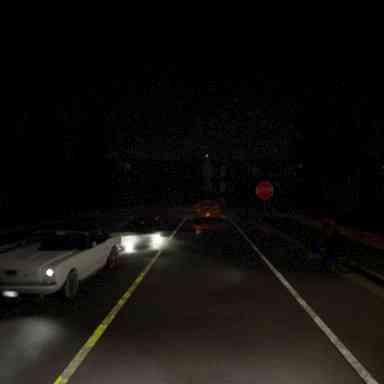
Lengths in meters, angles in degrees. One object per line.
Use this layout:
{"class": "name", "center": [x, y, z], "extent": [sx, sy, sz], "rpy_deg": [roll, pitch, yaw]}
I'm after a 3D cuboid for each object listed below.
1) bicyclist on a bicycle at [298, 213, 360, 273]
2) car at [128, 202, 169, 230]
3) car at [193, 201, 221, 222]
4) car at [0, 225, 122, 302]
{"class": "bicyclist on a bicycle", "center": [3.674, 1.381, 8.932], "extent": [1.656, 1.620, 0.582], "rpy_deg": [0, 0, 3]}
{"class": "car", "center": [-2.617, 1.430, 20.918], "extent": [1.882, 1.535, 5.008], "rpy_deg": [0, 0, 3]}
{"class": "car", "center": [1.143, 1.421, 25.518], "extent": [1.882, 1.535, 5.008], "rpy_deg": [0, 0, 1]}
{"class": "car", "center": [-3.271, 1.581, 8.382], "extent": [1.895, 1.301, 4.718], "rpy_deg": [0, 0, 3]}
